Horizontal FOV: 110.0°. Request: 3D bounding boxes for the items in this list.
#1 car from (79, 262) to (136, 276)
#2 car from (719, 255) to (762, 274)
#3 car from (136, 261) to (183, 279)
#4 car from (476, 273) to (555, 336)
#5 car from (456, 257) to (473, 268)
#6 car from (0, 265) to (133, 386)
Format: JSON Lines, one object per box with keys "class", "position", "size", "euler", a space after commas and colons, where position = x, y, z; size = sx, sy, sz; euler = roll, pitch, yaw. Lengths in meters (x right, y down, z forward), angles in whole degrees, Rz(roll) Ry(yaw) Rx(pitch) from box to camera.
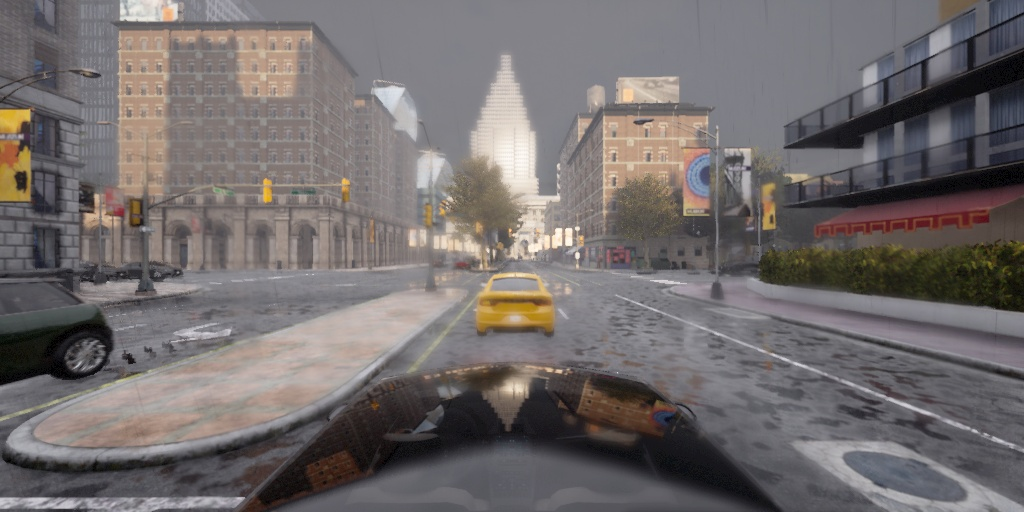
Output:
{"class": "car", "position": [-33.890, 1.242, 28.875], "size": [4.892, 1.490, 1.837], "euler": [0, 0, 0]}
{"class": "car", "position": [26.005, 0.954, 39.721], "size": [5.566, 2.045, 2.150], "euler": [0, 0, 0]}
{"class": "car", "position": [-32.617, 1.240, 32.379], "size": [4.892, 1.490, 1.837], "euler": [0, 0, 0]}
{"class": "car", "position": [0.093, 1.224, 10.374], "size": [1.882, 1.535, 5.008], "euler": [0, 0, 0]}
{"class": "car", "position": [-7.999, 1.324, 59.114], "size": [1.895, 1.301, 4.718], "euler": [0, 0, 0]}
{"class": "car", "position": [-7.998, 1.101, 4.258], "size": [2.097, 1.767, 4.553], "euler": [0, 0, 0]}
